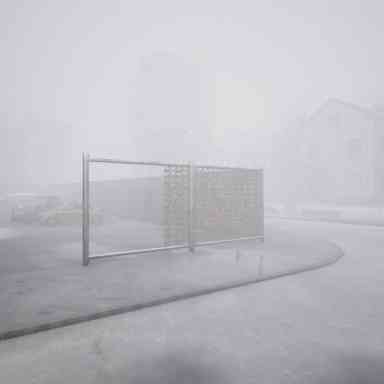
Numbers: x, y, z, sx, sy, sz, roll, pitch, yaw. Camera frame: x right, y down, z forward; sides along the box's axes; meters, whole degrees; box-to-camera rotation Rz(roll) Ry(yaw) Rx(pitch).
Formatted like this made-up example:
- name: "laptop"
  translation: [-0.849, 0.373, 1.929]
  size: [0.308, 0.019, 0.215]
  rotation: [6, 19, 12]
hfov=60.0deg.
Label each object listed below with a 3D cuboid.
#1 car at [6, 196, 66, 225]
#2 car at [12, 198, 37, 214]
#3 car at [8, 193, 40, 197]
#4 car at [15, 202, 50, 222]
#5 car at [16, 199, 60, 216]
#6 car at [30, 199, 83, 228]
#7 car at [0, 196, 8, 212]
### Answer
- name: "car"
  translation: [-10.296, 1.349, 23.694]
  size: [4.611, 1.667, 2.242]
  rotation: [0, 0, -36]
- name: "car"
  translation: [-17.862, 1.404, 35.324]
  size: [1.789, 1.547, 3.705]
  rotation: [0, 0, -36]
- name: "car"
  translation: [-12.586, 1.244, 27.332]
  size: [3.866, 1.878, 1.905]
  rotation: [0, 0, -36]
- name: "car"
  translation: [-12.032, 1.453, 25.071]
  size: [2.207, 1.379, 1.481]
  rotation: [0, 0, -36]
- name: "car"
  translation: [-14.807, 1.414, 32.035]
  size: [3.633, 1.501, 1.845]
  rotation: [0, 0, -36]
- name: "car"
  translation: [-7.852, 1.417, 21.543]
  size: [4.193, 1.474, 1.816]
  rotation: [0, 0, -36]
- name: "car"
  translation: [-17.864, 1.476, 35.602]
  size: [5.357, 1.415, 2.033]
  rotation: [0, 0, -36]
